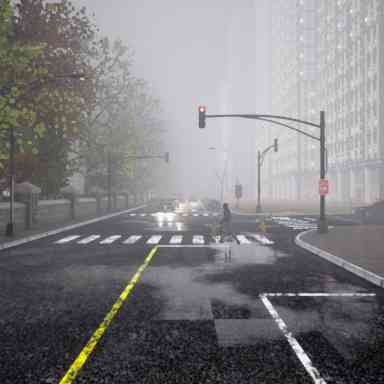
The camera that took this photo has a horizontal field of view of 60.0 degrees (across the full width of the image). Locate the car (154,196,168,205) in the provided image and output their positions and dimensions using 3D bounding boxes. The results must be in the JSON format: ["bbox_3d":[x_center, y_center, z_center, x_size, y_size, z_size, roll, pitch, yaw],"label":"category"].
[{"bbox_3d":[-5.523,1.477,59.699,1.967,1.590,4.097,0,0,0],"label":"car"}]

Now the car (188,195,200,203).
[{"bbox_3d":[0.194,1.638,70.101,1.895,1.301,4.718,0,0,0],"label":"car"}]

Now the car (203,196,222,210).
[{"bbox_3d":[2.810,1.586,42.778,1.947,1.339,4.313,0,0,0],"label":"car"}]

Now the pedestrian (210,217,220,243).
[{"bbox_3d":[1.083,1.675,15.337,0.500,1.100,0.500,0,0,0],"label":"pedestrian"}]

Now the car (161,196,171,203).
[{"bbox_3d":[-5.492,1.577,70.794,1.752,1.417,4.829,0,0,0],"label":"car"}]

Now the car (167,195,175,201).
[{"bbox_3d":[-5.446,1.625,87.860,1.887,1.381,4.507,0,0,0],"label":"car"}]

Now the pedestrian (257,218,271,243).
[{"bbox_3d":[3.214,1.676,14.731,0.500,1.100,0.500,0,0,0],"label":"pedestrian"}]

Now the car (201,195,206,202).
[{"bbox_3d":[2.841,1.597,54.043,1.947,1.339,4.313,0,0,0],"label":"car"}]

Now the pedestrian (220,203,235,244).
[{"bbox_3d":[1.499,1.297,14.137,0.375,1.860,0.375,0,0,0],"label":"pedestrian"}]

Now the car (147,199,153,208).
[{"bbox_3d":[-5.555,1.607,48.433,1.802,1.307,4.206,0,0,0],"label":"car"}]

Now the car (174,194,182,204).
[{"bbox_3d":[-2.947,1.505,50.971,1.882,1.535,5.008,0,0,0],"label":"car"}]

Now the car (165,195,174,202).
[{"bbox_3d":[-5.460,1.510,82.227,1.967,1.590,4.097,0,0,0],"label":"car"}]

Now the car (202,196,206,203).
[{"bbox_3d":[2.825,1.591,48.410,1.947,1.339,4.313,0,0,0],"label":"car"}]

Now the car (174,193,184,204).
[{"bbox_3d":[-2.829,1.271,66.857,2.150,2.045,5.566,0,0,1],"label":"car"}]

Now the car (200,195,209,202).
[{"bbox_3d":[2.904,1.501,76.573,1.967,1.590,4.097,0,0,0],"label":"car"}]

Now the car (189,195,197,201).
[{"bbox_3d":[0.222,1.441,80.071,1.837,1.490,4.892,0,0,0],"label":"car"}]

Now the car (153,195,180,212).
[{"bbox_3d":[-2.983,1.510,39.834,2.128,1.511,4.902,0,0,0],"label":"car"}]

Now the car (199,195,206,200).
[{"bbox_3d":[2.950,1.641,93.469,2.008,1.369,4.403,0,0,0],"label":"car"}]

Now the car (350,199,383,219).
[{"bbox_3d":[14.880,1.262,25.956,4.674,1.442,1.812,-1,0,0],"label":"car"}]

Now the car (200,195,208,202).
[{"bbox_3d":[2.920,1.510,82.204,1.967,1.590,4.097,0,0,0],"label":"car"}]
